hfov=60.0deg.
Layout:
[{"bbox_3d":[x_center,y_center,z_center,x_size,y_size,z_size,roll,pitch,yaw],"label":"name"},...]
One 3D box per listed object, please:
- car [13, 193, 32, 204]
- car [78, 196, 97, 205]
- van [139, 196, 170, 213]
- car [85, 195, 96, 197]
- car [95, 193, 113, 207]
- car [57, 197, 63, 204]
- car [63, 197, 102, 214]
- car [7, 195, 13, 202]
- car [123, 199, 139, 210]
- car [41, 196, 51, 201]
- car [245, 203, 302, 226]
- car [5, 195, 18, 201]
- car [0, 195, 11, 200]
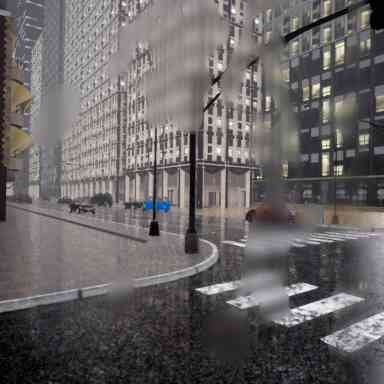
[{"bbox_3d":[-30.524,1.155,60.524,2.192,1.841,5.009,1,-1,-35],"label":"car"},{"bbox_3d":[-18.499,1.526,58.843,1.837,1.490,4.892,1,-1,-35],"label":"car"},{"bbox_3d":[-4.069,1.382,37.743,1.690,1.788,3.998,1,-1,-35],"label":"van"},{"bbox_3d":[-17.302,1.515,51.885,2.033,1.411,5.357,1,-1,-35],"label":"car"},{"bbox_3d":[-14.491,1.255,53.140,2.150,2.045,5.566,1,-1,-35],"label":"car"},{"bbox_3d":[-22.599,1.522,59.345,1.994,1.385,4.181,1,-1,-35],"label":"car"},{"bbox_3d":[-10.904,1.427,32.890,2.008,1.369,4.403,1,-1,-35],"label":"car"},{"bbox_3d":[-37.069,1.397,69.733,1.947,1.339,4.313,1,-1,-35],"label":"car"},{"bbox_3d":[-7.343,1.584,42.346,2.008,1.369,4.403,1,-1,-35],"label":"car"},{"bbox_3d":[-36.780,1.571,83.794,1.802,1.307,4.206,1,-1,-35],"label":"car"},{"bbox_3d":[5.742,1.505,23.926,1.967,1.590,4.097,1,-1,-35],"label":"car"},{"bbox_3d":[-40.339,1.378,74.338,2.008,1.369,4.403,1,-1,-35],"label":"car"},{"bbox_3d":[-46.785,1.366,83.412,1.752,1.417,4.829,1,-1,-35],"label":"car"}]
